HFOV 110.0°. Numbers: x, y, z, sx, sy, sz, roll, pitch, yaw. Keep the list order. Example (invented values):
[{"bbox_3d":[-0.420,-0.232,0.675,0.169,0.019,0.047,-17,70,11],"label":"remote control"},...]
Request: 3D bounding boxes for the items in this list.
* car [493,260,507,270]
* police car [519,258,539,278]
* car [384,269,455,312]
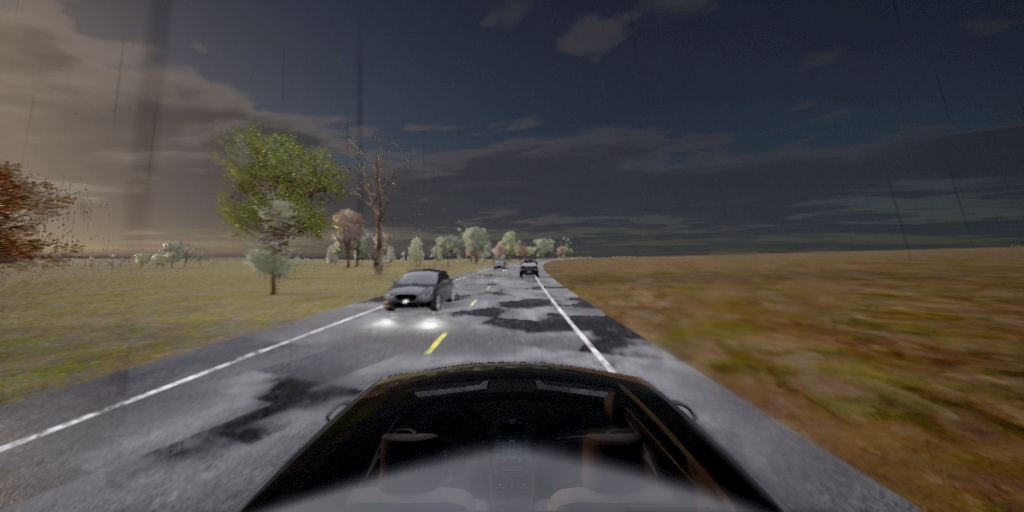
[{"bbox_3d":[-1.832,1.377,56.129,1.837,1.490,4.892,0,0,4],"label":"car"},{"bbox_3d":[1.713,1.260,36.185,1.930,1.638,5.238,0,0,2],"label":"police car"},{"bbox_3d":[-3.503,1.278,14.372,1.837,1.490,4.892,0,0,1],"label":"car"}]
